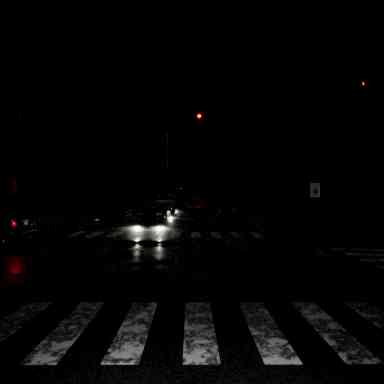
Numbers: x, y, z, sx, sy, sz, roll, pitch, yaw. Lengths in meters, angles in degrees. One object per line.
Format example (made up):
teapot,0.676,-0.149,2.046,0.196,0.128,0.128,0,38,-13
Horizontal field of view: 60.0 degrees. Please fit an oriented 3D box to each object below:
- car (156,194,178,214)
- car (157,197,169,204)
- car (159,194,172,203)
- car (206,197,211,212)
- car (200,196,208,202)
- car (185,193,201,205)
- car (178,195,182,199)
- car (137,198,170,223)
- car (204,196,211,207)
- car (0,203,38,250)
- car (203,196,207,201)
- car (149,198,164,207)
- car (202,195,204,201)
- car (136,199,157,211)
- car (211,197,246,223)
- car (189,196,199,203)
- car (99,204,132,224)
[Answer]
car,-2.946,1.241,35.664,2.150,2.045,5.566,0,0,0
car,-5.488,1.631,63.394,1.802,1.307,4.206,0,0,0
car,-5.464,1.371,68.851,2.192,1.841,5.009,0,0,0
car,2.917,1.586,36.080,1.947,1.339,4.313,0,0,0
car,2.684,1.569,75.824,1.837,1.490,4.892,0,0,0
car,0.357,1.267,59.370,2.150,2.045,5.566,0,0,0
car,-2.891,1.522,46.108,2.128,1.511,4.902,0,0,0
car,-2.992,1.487,25.598,1.882,1.535,5.008,0,0,0
car,2.941,1.577,41.536,2.008,1.369,4.403,0,0,0
car,-8.714,1.218,13.227,4.553,1.767,2.097,1,0,0
car,2.965,1.583,46.993,2.008,1.369,4.403,0,0,0
car,-5.536,1.620,52.480,1.802,1.307,4.206,0,0,0
car,2.989,1.478,52.449,1.967,1.590,4.097,0,0,0
car,-5.584,1.577,41.566,2.008,1.369,4.403,0,0,0
car,2.869,1.324,25.168,2.192,1.841,5.009,0,0,0
car,0.401,1.619,69.694,1.994,1.385,4.181,0,0,0
car,-5.656,1.575,25.195,1.947,1.339,4.313,0,0,0
